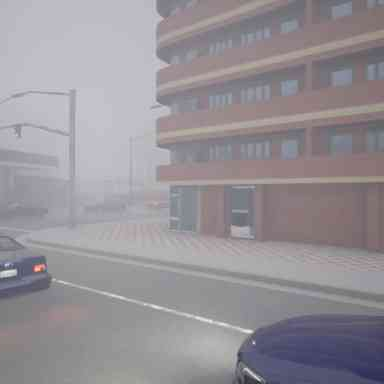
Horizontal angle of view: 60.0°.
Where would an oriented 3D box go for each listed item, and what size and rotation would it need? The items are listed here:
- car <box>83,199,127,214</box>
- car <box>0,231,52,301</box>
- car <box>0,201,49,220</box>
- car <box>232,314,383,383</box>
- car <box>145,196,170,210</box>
[{"bbox_3d":[-9.250,1.494,35.629,1.882,1.535,5.008,0,0,34],"label":"car"},{"bbox_3d":[-5.342,1.545,7.693,5.357,1.411,2.033,0,0,38],"label":"car"},{"bbox_3d":[-14.438,1.523,27.985,1.812,1.442,4.674,0,0,34],"label":"car"},{"bbox_3d":[2.513,1.536,2.201,4.674,1.442,1.812,0,0,35],"label":"car"},{"bbox_3d":[-4.063,1.389,43.244,2.097,1.767,4.553,0,0,34],"label":"car"}]
